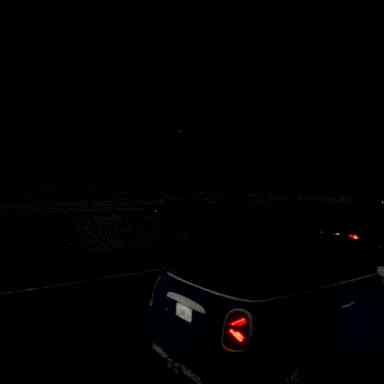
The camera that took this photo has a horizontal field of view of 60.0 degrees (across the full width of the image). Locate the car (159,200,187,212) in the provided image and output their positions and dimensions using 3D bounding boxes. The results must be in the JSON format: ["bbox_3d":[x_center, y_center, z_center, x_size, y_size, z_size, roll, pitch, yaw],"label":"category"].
[{"bbox_3d":[0.311,1.486,25.713,4.902,1.511,2.128,0,0,-36],"label":"car"}]

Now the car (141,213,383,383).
[{"bbox_3d":[1.639,1.351,4.918,4.553,1.767,2.097,0,0,-36],"label":"car"}]

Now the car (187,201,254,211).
[{"bbox_3d":[2.354,1.499,22.872,4.892,1.490,1.837,0,0,-35],"label":"car"}]

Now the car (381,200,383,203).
[{"bbox_3d":[31.545,1.470,52.232,4.674,1.442,1.812,0,0,-35],"label":"car"}]

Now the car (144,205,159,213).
[{"bbox_3d":[-1.721,1.500,28.563,4.892,1.490,1.837,0,0,-35],"label":"car"}]
